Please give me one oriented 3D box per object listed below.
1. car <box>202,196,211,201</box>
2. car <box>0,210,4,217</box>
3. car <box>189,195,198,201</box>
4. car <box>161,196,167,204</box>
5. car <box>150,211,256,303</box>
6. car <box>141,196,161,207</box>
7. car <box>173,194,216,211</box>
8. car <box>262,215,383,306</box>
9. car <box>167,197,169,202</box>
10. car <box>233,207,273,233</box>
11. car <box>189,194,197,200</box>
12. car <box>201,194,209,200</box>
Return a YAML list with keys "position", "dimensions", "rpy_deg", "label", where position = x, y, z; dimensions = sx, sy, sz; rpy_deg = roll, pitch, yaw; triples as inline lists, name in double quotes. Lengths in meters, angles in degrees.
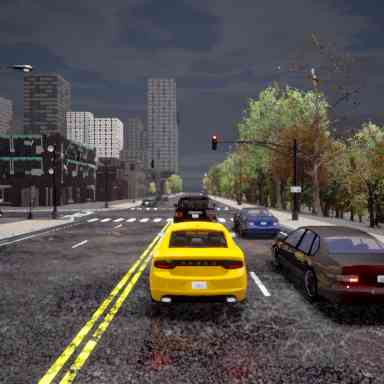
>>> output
- position: [3.515, 1.560, 81.623]
  dimensions: [1.895, 1.301, 4.718]
  rpy_deg: [0, 0, 0]
  label: "car"
- position: [-19.855, 1.811, 30.818]
  dimensions: [4.313, 1.339, 1.947]
  rpy_deg: [-1, 1, 0]
  label: "car"
- position: [0.263, 1.489, 81.187]
  dimensions: [2.128, 1.511, 4.902]
  rpy_deg: [0, 0, 0]
  label: "car"
- position: [-6.344, 1.487, 63.300]
  dimensions: [1.837, 1.490, 4.892]
  rpy_deg: [0, 0, 1]
  label: "car"
- position: [0.124, 1.476, 8.285]
  dimensions: [1.882, 1.535, 5.008]
  rpy_deg: [0, 0, 0]
  label: "car"
- position: [-6.443, 1.478, 50.204]
  dimensions: [2.128, 1.511, 4.902]
  rpy_deg: [0, 0, 1]
  label: "car"
- position: [0.159, 1.218, 18.180]
  dimensions: [2.150, 2.045, 5.566]
  rpy_deg: [0, 0, 0]
  label: "car"
- position: [3.374, 1.546, 8.249]
  dimensions: [2.033, 1.411, 5.357]
  rpy_deg: [0, 0, 1]
  label: "car"
- position: [-6.255, 1.528, 75.003]
  dimensions: [1.994, 1.385, 4.181]
  rpy_deg: [0, 0, 0]
  label: "car"
- position: [3.410, 1.544, 18.318]
  dimensions: [2.033, 1.411, 5.357]
  rpy_deg: [0, 0, 0]
  label: "car"
- position: [0.298, 1.324, 91.605]
  dimensions: [2.128, 1.511, 4.902]
  rpy_deg: [0, 0, 0]
  label: "car"
- position: [3.548, 1.299, 91.595]
  dimensions: [1.837, 1.490, 4.892]
  rpy_deg: [0, 0, 0]
  label: "car"
